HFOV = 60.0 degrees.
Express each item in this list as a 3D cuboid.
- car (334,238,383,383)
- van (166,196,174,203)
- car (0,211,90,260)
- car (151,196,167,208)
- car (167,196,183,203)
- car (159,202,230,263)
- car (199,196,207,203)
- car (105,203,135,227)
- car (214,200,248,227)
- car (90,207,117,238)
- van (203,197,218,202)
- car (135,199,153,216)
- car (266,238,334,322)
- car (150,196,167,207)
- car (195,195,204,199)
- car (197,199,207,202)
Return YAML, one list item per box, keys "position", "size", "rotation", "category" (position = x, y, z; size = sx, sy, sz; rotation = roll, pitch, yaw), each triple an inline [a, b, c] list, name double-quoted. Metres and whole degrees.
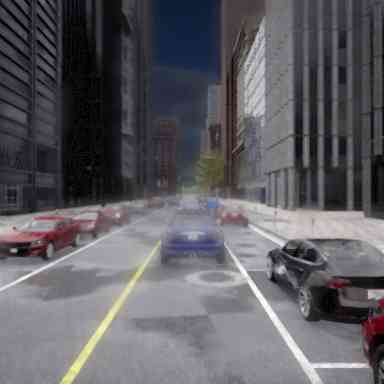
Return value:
- position: [2.857, 1.327, 1.536]
  size: [2.192, 1.841, 5.009]
  rotation: [0, 0, 0]
  category: "car"
- position: [-5.714, 1.849, 86.144]
  size: [1.690, 1.788, 3.998]
  rotation: [0, 0, 0]
  category: "van"
- position: [-5.675, 1.633, 12.835]
  size: [1.887, 1.381, 4.507]
  rotation: [0, 0, 0]
  category: "car"
- position: [-5.698, 1.681, 57.952]
  size: [2.192, 1.841, 5.009]
  rotation: [0, 0, 0]
  category: "car"
- position: [-3.087, 1.908, 56.894]
  size: [2.033, 1.411, 5.357]
  rotation: [0, 0, 1]
  category: "car"
- position: [0.040, 1.437, 12.412]
  size: [2.097, 1.767, 4.553]
  rotation: [0, 0, 0]
  category: "car"
- position: [2.811, 1.949, 86.132]
  size: [1.967, 1.590, 4.097]
  rotation: [0, 0, 0]
  category: "car"
- position: [-5.681, 1.605, 24.114]
  size: [1.967, 1.590, 4.097]
  rotation: [0, 0, 0]
  category: "car"
- position: [2.845, 1.606, 24.094]
  size: [1.967, 1.590, 4.097]
  rotation: [0, 0, 0]
  category: "car"
- position: [-5.678, 1.709, 18.473]
  size: [1.802, 1.307, 4.206]
  rotation: [0, 0, 0]
  category: "car"
- position: [2.833, 1.649, 46.654]
  size: [1.690, 1.788, 3.998]
  rotation: [0, 0, 0]
  category: "van"
- position: [-5.687, 1.791, 35.391]
  size: [2.008, 1.369, 4.403]
  rotation: [0, 0, 0]
  category: "car"
- position: [2.854, 1.616, 7.174]
  size: [1.947, 1.339, 4.313]
  rotation: [0, 0, 0]
  category: "car"
- position: [-5.695, 1.652, 52.312]
  size: [2.192, 1.841, 5.009]
  rotation: [0, 0, 0]
  category: "car"
- position: [2.346, 1.792, 73.406]
  size: [2.097, 1.767, 4.553]
  rotation: [0, 0, 0]
  category: "car"
- position: [0.038, 1.674, 28.656]
  size: [1.882, 1.535, 5.008]
  rotation: [0, 0, 0]
  category: "car"
